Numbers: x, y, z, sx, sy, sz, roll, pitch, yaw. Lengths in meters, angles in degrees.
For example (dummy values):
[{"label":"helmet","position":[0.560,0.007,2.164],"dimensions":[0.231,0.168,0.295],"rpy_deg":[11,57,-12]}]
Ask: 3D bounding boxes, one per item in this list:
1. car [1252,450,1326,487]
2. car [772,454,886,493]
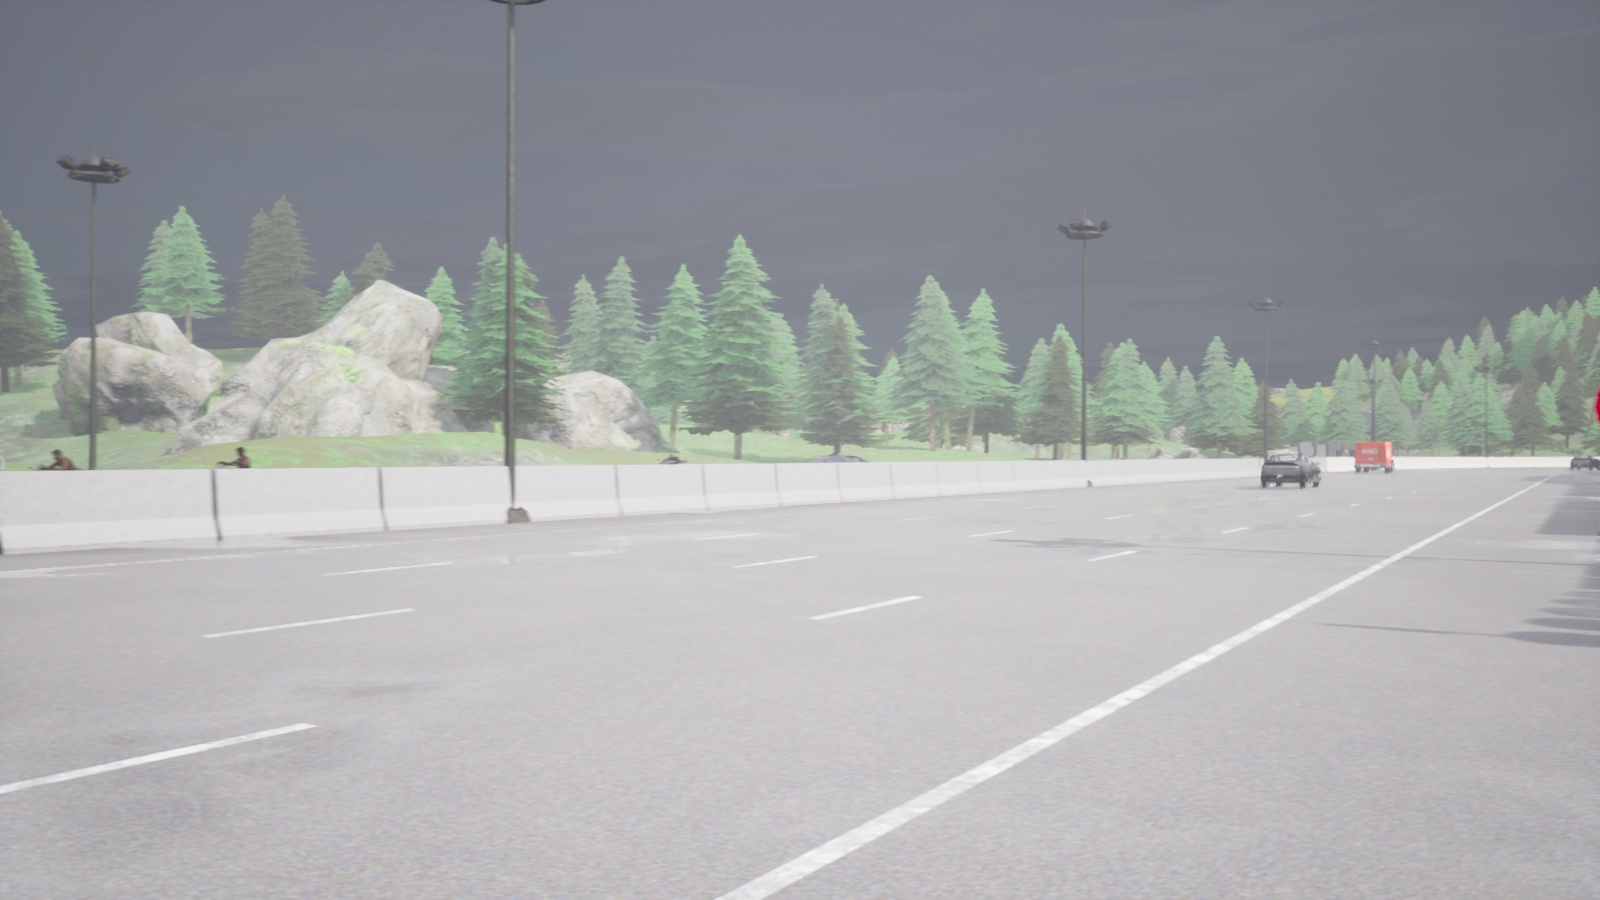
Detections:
[{"label":"car","position":[21.479,0.773,55.086],"dimensions":[2.128,1.511,4.902],"rpy_deg":[0,0,32]},{"label":"car","position":[1.217,0.885,49.188],"dimensions":[2.033,1.411,5.357],"rpy_deg":[0,0,32]}]
